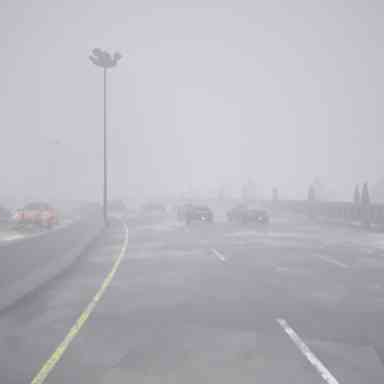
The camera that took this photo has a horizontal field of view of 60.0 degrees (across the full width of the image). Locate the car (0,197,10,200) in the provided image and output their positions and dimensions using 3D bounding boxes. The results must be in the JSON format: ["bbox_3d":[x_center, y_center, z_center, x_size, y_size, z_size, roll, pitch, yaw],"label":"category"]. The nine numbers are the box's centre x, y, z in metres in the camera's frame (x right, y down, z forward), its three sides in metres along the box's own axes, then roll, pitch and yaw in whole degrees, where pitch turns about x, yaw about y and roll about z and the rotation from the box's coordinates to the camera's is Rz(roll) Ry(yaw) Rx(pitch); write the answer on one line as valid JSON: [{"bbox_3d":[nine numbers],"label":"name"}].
[{"bbox_3d":[-32.921,1.676,58.863,1.837,1.490,4.892,1,-1,-40],"label":"car"}]

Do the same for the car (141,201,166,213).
[{"bbox_3d":[-4.723,1.717,39.728,1.895,1.301,4.718,0,0,-23],"label":"car"}]

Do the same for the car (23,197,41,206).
[{"bbox_3d":[-28.401,1.679,58.888,1.837,1.490,4.892,0,0,-38],"label":"car"}]

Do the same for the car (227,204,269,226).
[{"bbox_3d":[4.008,1.596,24.312,1.812,1.442,4.674,0,0,-13],"label":"car"}]

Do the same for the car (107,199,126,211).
[{"bbox_3d":[-9.835,1.616,42.541,2.128,1.511,4.902,0,0,-25],"label":"car"}]

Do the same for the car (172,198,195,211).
[{"bbox_3d":[-0.882,1.467,39.524,2.097,1.767,4.553,0,0,-21],"label":"car"}]

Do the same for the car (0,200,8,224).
[{"bbox_3d":[-13.749,1.545,22.518,1.882,1.535,5.008,0,0,-15],"label":"car"}]

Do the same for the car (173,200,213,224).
[{"bbox_3d":[0.159,1.575,25.260,1.837,1.490,4.892,0,-1,-14],"label":"car"}]

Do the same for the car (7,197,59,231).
[{"bbox_3d":[-9.879,1.416,21.327,2.097,1.767,4.553,0,0,-14],"label":"car"}]
